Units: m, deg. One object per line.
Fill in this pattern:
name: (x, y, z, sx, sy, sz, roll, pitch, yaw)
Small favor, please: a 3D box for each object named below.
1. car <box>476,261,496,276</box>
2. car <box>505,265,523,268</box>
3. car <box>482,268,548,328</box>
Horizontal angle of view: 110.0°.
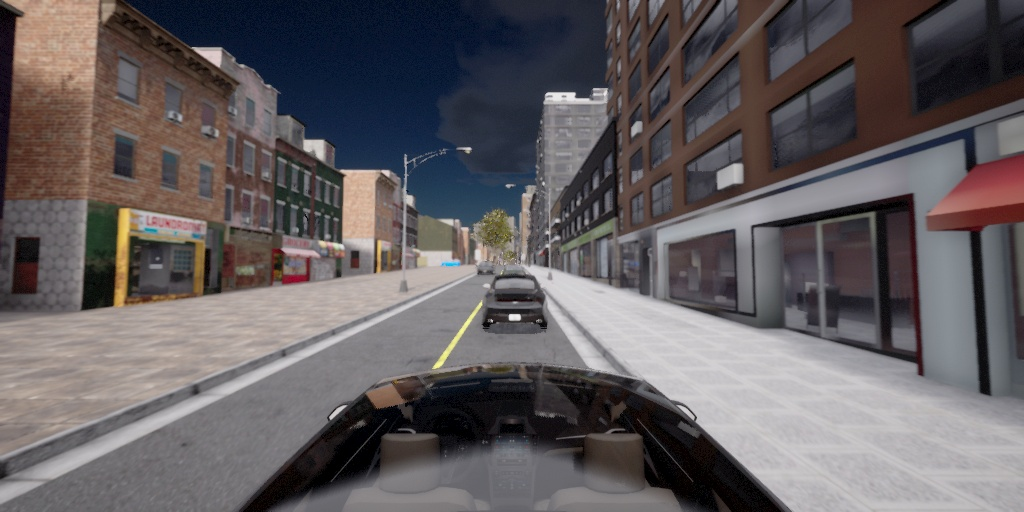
car: (-2.763, 1.346, 39.104, 1.837, 1.490, 4.892, 0, 0, 0)
car: (0.155, 1.438, 31.097, 1.895, 1.301, 4.718, 0, 0, 0)
car: (0.095, 1.308, 11.590, 1.837, 1.490, 4.892, 0, 0, 1)
